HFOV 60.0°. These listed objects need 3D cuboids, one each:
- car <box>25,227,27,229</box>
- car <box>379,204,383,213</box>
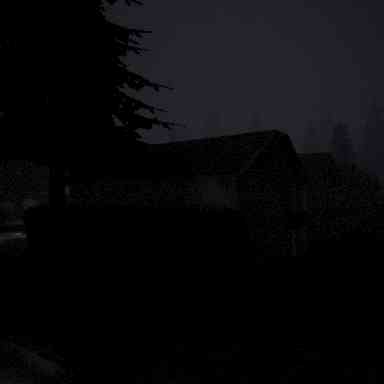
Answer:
[{"bbox_3d":[-9.408,1.868,23.729,2.097,1.767,4.553,-1,-1,36],"label":"car"},{"bbox_3d":[22.621,2.038,41.474,4.902,1.511,2.128,-1,-1,29],"label":"car"}]
